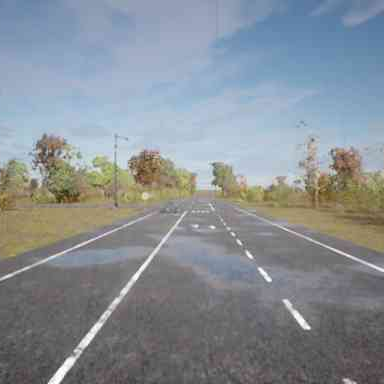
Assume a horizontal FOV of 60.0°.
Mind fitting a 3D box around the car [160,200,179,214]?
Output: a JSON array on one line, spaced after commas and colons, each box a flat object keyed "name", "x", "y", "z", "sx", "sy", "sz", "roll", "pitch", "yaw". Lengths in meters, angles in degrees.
[{"name": "car", "x": -2.521, "y": 1.672, "z": 37.995, "sx": 1.837, "sy": 1.490, "sz": 4.892, "roll": 0, "pitch": 0, "yaw": 1}]
